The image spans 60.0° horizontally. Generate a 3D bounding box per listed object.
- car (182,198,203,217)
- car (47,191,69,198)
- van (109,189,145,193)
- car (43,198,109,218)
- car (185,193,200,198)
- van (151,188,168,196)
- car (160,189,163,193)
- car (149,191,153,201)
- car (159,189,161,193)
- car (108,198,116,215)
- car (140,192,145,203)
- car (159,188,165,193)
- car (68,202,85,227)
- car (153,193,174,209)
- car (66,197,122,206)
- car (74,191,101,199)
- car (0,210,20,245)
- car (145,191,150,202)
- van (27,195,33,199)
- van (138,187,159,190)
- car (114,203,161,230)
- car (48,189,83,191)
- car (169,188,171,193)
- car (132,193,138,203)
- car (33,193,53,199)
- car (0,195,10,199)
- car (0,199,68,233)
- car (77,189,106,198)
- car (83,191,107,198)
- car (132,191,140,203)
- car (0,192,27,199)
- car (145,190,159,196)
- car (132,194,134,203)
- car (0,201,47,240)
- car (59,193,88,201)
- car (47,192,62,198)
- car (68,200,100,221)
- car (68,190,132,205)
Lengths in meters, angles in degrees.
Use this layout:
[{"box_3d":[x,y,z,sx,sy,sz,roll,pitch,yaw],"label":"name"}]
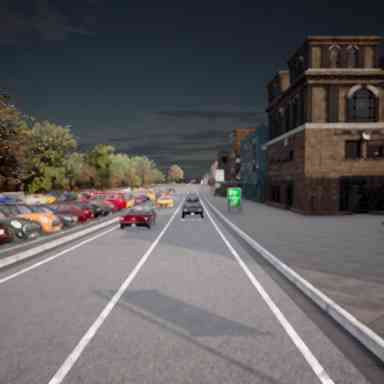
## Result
[{"box_3d":[0.057,1.535,30.564,1.895,1.301,4.718,0,1,0],"label":"car"},{"box_3d":[-22.628,1.059,52.192,4.892,1.521,2.231,0,1,0],"label":"car"},{"box_3d":[-9.679,0.890,49.338,4.442,1.987,1.878,0,1,0],"label":"van"},{"box_3d":[-9.721,1.520,27.074,5.008,1.535,2.097,0,1,0],"label":"car"},{"box_3d":[0.068,0.963,48.636,2.097,1.767,4.553,0,1,0],"label":"car"},{"box_3d":[-9.117,-0.017,93.735,4.442,1.987,1.878,0,1,0],"label":"van"},{"box_3d":[-9.380,0.657,74.388,4.674,1.452,2.002,0,1,0],"label":"car"},{"box_3d":[-9.516,1.008,54.907,5.008,1.535,2.097,0,1,0],"label":"car"},{"box_3d":[-9.389,0.761,68.822,4.792,1.488,2.163,0,1,0],"label":"car"},{"box_3d":[-9.677,1.510,29.861,4.792,1.488,2.163,0,1,0],"label":"car"},{"box_3d":[-9.589,1.170,46.559,4.892,1.521,2.231,0,1,0],"label":"car"},{"box_3d":[-9.325,0.435,77.166,4.553,1.767,2.185,0,1,0],"label":"car"},{"box_3d":[-9.771,1.617,21.496,4.674,1.452,2.002,0,1,0],"label":"car"},{"box_3d":[-3.291,1.242,41.552,1.882,1.535,5.008,0,1,0],"label":"car"},{"box_3d":[-9.683,1.472,32.646,4.674,1.452,2.002,0,1,0],"label":"car"},{"box_3d":[-22.482,0.670,71.681,5.008,1.535,2.097,0,1,0],"label":"car"},{"box_3d":[-9.859,1.627,13.140,4.792,1.488,2.163,0,0,0],"label":"car"},{"box_3d":[-9.547,1.062,52.125,5.008,1.535,2.097,0,1,0],"label":"car"},{"box_3d":[-22.587,1.044,41.049,4.442,1.987,1.878,0,1,0],"label":"van"},{"box_3d":[-9.322,0.563,65.970,4.442,1.987,1.878,0,1,0],"label":"van"},{"box_3d":[-3.384,1.628,21.543,1.895,1.301,4.718,0,0,0],"label":"car"},{"box_3d":[-22.552,0.698,57.756,5.566,2.045,2.435,0,1,0],"label":"car"},{"box_3d":[-9.225,0.014,91.077,5.566,2.045,2.435,0,1,0],"label":"car"},{"box_3d":[-9.809,1.271,40.995,5.366,1.575,1.946,0,1,0],"label":"car"},{"box_3d":[-22.665,1.205,46.623,4.674,1.452,2.002,0,1,0],"label":"car"},{"box_3d":[-22.930,1.372,35.486,5.366,1.575,1.946,0,1,0],"label":"car"},{"box_3d":[-9.820,1.467,18.708,4.553,1.767,2.185,0,0,0],"label":"car"},{"box_3d":[-22.429,0.361,74.462,5.566,2.045,2.435,0,1,0],"label":"car"},{"box_3d":[-22.442,0.557,77.250,4.892,1.521,2.231,0,1,0],"label":"car"},{"box_3d":[-9.573,1.099,43.649,4.553,1.767,2.185,0,1,0],"label":"car"},{"box_3d":[-22.696,1.072,38.264,5.566,2.045,2.435,0,1,0],"label":"car"},{"box_3d":[-9.294,0.896,60.472,5.366,1.575,1.946,0,1,0],"label":"car"},{"box_3d":[-9.639,1.327,38.211,5.008,1.535,2.097,0,1,0],"label":"car"},{"box_3d":[-9.840,1.474,15.928,4.553,1.767,2.185,0,0,0],"label":"car"},{"box_3d":[-22.542,0.879,63.330,4.674,1.452,2.002,0,1,0],"label":"car"},{"box_3d":[-22.647,1.111,49.407,5.008,1.535,2.097,0,1,0],"label":"car"},{"box_3d":[-9.741,1.552,24.285,5.008,1.535,2.097,0,1,0],"label":"car"},{"box_3d":[-9.693,1.128,35.424,5.566,2.045,2.435,0,1,0],"label":"car"}]
